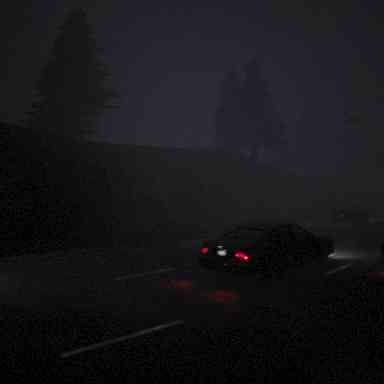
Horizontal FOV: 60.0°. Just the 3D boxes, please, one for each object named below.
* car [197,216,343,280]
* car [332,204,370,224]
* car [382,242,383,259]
[{"bbox_3d":[2.541,1.646,10.393,5.357,1.411,2.033,0,-1,-45],"label":"car"},{"bbox_3d":[13.289,1.718,27.703,1.882,1.535,5.008,-1,-1,41],"label":"car"},{"bbox_3d":[8.083,1.658,11.431,1.994,1.385,4.181,-1,-1,44],"label":"car"}]
